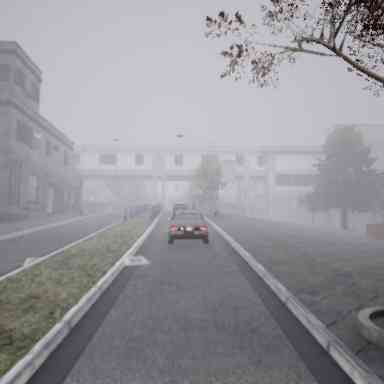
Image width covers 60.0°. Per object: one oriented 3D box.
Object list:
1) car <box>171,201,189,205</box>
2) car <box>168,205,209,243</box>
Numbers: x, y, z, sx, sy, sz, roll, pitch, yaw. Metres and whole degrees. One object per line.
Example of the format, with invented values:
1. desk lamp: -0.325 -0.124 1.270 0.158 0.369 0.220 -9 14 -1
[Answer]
1. car: -1.367 1.818 39.834 1.837 1.490 4.892 0 -1 -3
2. car: -0.214 1.597 16.334 2.033 1.411 5.357 0 0 -2
